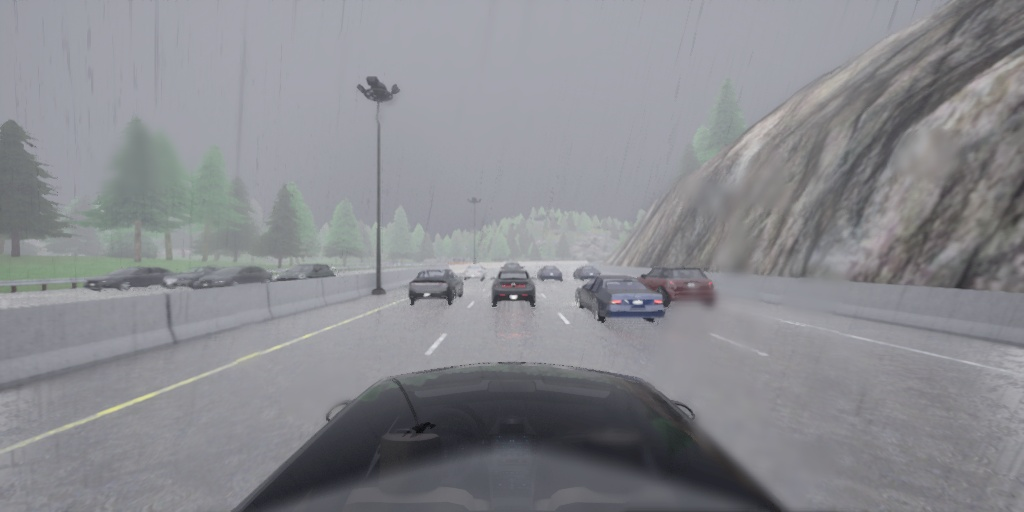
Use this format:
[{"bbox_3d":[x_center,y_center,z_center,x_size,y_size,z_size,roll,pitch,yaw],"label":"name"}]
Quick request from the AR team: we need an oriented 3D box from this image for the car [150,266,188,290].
[{"bbox_3d":[-21.151,1.447,24.629,2.128,1.511,4.902,0,-1,0],"label":"car"}]

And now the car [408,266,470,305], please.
[{"bbox_3d":[-3.438,1.376,16.891,2.128,1.511,4.902,0,-1,0],"label":"car"}]

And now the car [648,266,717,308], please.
[{"bbox_3d":[7.064,1.227,16.143,2.097,1.767,4.553,0,-1,0],"label":"car"}]

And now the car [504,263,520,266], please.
[{"bbox_3d":[0.019,1.376,32.882,2.097,1.767,4.553,0,-1,0],"label":"car"}]

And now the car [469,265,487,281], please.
[{"bbox_3d":[-3.493,1.562,34.248,1.812,1.442,4.674,0,-1,0],"label":"car"}]

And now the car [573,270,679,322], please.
[{"bbox_3d":[3.573,1.394,12.725,2.033,1.411,5.357,0,-1,0],"label":"car"}]

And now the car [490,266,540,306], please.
[{"bbox_3d":[0.062,1.386,16.582,1.837,1.490,4.892,0,0,0],"label":"car"}]

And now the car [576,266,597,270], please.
[{"bbox_3d":[7.020,1.594,33.672,1.994,1.385,4.181,0,-1,0],"label":"car"}]

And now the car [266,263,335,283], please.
[{"bbox_3d":[-14.151,1.307,24.683,2.097,1.767,4.553,0,0,0],"label":"car"}]

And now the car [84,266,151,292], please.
[{"bbox_3d":[-24.651,1.451,23.501,1.837,1.490,4.892,0,-1,0],"label":"car"}]

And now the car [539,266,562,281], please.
[{"bbox_3d":[3.520,1.595,33.746,1.994,1.385,4.181,0,-1,0],"label":"car"}]

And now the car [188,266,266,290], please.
[{"bbox_3d":[-17.650,1.446,23.136,1.837,1.490,4.892,0,0,0],"label":"car"}]
